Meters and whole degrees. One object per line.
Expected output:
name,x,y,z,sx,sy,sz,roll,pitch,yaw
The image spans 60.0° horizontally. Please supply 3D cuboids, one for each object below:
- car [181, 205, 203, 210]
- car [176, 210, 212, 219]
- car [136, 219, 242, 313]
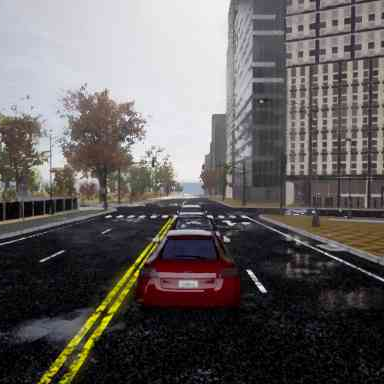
car,-0.006,1.544,21.255,2.033,1.411,5.357,0,0,0
car,0.075,1.597,13.015,1.895,1.301,4.718,0,0,0
car,-0.022,1.561,7.767,1.994,1.385,4.181,0,0,1
